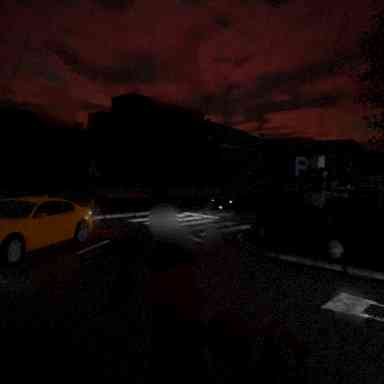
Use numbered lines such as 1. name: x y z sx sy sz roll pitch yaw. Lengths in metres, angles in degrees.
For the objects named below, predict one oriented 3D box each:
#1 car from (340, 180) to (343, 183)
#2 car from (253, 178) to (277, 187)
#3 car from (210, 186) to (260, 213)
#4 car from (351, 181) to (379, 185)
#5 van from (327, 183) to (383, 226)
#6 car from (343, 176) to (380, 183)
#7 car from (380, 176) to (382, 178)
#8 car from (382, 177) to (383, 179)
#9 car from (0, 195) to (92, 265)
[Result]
1. car: 28.337 -1.700 56.994 5.566 2.045 2.435 5 5 42
2. car: 10.276 -1.163 45.549 2.097 1.767 4.553 5 5 42
3. car: 3.312 0.571 22.676 1.895 1.301 4.718 5 5 42
4. car: 17.594 0.019 33.215 1.837 1.490 4.892 5 5 42
5. van: 8.615 0.788 16.139 4.442 1.987 1.878 5 5 42
6. car: 21.994 -0.860 43.034 2.150 2.045 5.566 5 5 43
7. car: 30.104 -1.569 59.186 5.366 1.575 1.946 5 5 42
8. car: 32.130 -1.620 61.132 4.674 1.452 2.002 5 5 42
9. car: -4.752 0.871 9.603 1.882 1.535 5.008 3 2 12
